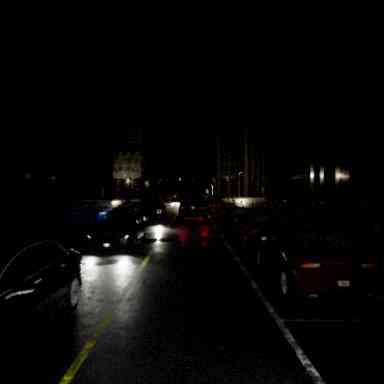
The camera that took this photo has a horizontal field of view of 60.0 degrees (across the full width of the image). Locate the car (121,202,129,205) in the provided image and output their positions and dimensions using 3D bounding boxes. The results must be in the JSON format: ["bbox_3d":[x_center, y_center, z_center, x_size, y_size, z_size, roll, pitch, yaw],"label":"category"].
[{"bbox_3d":[-5.769,1.554,30.443,1.802,1.307,4.206,0,0,0],"label":"car"}]

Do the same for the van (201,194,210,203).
[{"bbox_3d":[2.776,1.283,69.102,1.690,1.788,3.998,0,0,0],"label":"van"}]

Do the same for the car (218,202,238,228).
[{"bbox_3d":[2.778,1.526,19.374,1.887,1.381,4.507,0,0,0],"label":"car"}]

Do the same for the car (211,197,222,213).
[{"bbox_3d":[2.777,1.512,35.950,1.887,1.381,4.507,0,0,0],"label":"car"}]

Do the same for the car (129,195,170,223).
[{"bbox_3d":[-3.054,1.329,24.974,2.097,1.767,4.553,0,0,0],"label":"car"}]

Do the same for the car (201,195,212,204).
[{"bbox_3d":[2.776,1.386,63.578,1.967,1.590,4.097,0,0,0],"label":"car"}]

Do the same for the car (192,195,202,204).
[{"bbox_3d":[0.912,1.402,63.132,1.801,1.575,5.366,0,0,0],"label":"car"}]

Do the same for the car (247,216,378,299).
[{"bbox_3d":[2.778,1.536,8.323,1.887,1.381,4.507,0,0,0],"label":"car"}]

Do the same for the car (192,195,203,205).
[{"bbox_3d":[0.911,1.406,57.132,1.801,1.575,5.366,0,0,0],"label":"car"}]

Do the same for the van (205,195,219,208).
[{"bbox_3d":[2.776,1.300,47.001,1.690,1.788,3.998,0,0,0],"label":"van"}]

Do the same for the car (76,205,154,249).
[{"bbox_3d":[-3.096,1.533,14.675,2.033,1.411,5.357,0,0,0],"label":"car"}]

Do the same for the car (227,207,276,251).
[{"bbox_3d":[2.778,1.531,13.849,1.887,1.381,4.507,0,0,0],"label":"car"}]

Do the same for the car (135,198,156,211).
[{"bbox_3d":[-5.765,1.514,41.493,2.008,1.369,4.403,0,0,0],"label":"car"}]

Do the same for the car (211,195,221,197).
[{"bbox_3d":[2.776,1.278,41.476,2.192,1.841,5.009,0,0,0],"label":"car"}]

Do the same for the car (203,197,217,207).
[{"bbox_3d":[2.777,1.505,52.527,2.008,1.369,4.403,0,0,0],"label":"car"}]

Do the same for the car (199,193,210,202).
[{"bbox_3d":[2.775,1.253,74.628,2.192,1.841,5.009,0,0,0],"label":"car"}]

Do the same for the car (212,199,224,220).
[{"bbox_3d":[2.778,1.502,25.069,1.752,1.417,4.829,0,0,0],"label":"car"}]

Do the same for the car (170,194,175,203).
[{"bbox_3d":[-2.997,1.546,64.828,1.895,1.301,4.718,0,0,0],"label":"car"}]

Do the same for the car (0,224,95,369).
[{"bbox_3d":[-3.100,1.499,4.883,1.837,1.490,4.892,0,0,0],"label":"car"}]

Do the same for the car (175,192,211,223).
[{"bbox_3d":[0.100,1.197,25.772,2.150,2.045,5.566,0,0,1],"label":"car"}]

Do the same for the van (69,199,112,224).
[{"bbox_3d":[-5.774,1.322,19.393,1.690,1.788,3.998,0,0,0],"label":"van"}]

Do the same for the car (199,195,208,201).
[{"bbox_3d":[2.776,1.486,80.154,2.008,1.369,4.403,0,0,0],"label":"car"}]

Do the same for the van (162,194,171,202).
[{"bbox_3d":[-5.754,1.279,74.642,1.690,1.788,3.998,0,0,0],"label":"van"}]

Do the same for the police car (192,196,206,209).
[{"bbox_3d":[0.909,1.384,47.053,1.930,1.638,5.238,0,0,0],"label":"police car"}]
